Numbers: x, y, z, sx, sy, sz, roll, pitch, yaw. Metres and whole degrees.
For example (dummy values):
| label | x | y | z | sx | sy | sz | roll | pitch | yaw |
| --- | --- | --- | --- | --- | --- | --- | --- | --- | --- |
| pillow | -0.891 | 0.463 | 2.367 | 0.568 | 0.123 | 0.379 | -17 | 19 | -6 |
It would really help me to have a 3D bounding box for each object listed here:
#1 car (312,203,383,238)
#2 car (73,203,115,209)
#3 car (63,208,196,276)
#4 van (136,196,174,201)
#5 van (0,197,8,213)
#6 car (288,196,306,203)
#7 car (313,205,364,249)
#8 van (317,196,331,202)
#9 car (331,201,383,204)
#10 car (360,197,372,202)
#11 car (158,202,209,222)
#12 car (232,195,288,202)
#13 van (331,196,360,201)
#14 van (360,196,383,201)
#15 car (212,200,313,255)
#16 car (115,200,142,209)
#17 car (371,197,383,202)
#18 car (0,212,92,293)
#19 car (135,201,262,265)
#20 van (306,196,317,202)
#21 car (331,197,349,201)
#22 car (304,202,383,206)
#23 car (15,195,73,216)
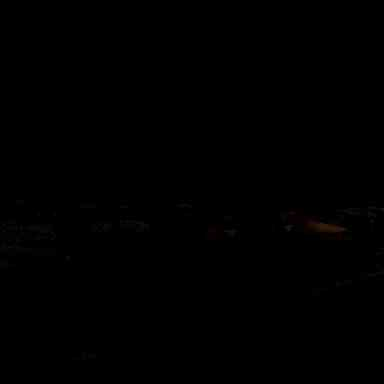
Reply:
| label | x | y | z | sx | sy | sz | roll | pitch | yaw |
| --- | --- | --- | --- | --- | --- | --- | --- | --- | --- |
| car | 6.784 | 1.554 | 17.031 | 2.231 | 1.521 | 4.892 | 0 | 0 | -35 |
| car | -7.481 | 1.499 | 22.938 | 2.097 | 1.535 | 5.008 | 0 | 0 | -35 |
| car | -2.267 | 1.482 | 10.597 | 2.097 | 1.535 | 5.008 | 0 | 0 | -35 |
| van | -3.138 | 1.308 | 26.177 | 1.878 | 1.987 | 4.442 | 0 | 0 | -35 |
| van | -12.168 | 1.237 | 19.756 | 1.878 | 1.987 | 4.442 | 0 | 0 | -35 |
| car | 8.337 | 1.372 | 34.158 | 2.435 | 2.045 | 5.566 | 0 | 0 | -35 |
| car | 4.625 | 1.532 | 15.276 | 1.946 | 1.575 | 5.366 | 0 | 0 | -35 |
| van | 12.768 | 1.432 | 37.486 | 1.878 | 1.987 | 4.442 | 0 | 0 | -35 |
| car | 11.412 | 1.585 | 20.102 | 1.946 | 1.575 | 5.366 | 0 | 0 | -35 |
| car | 19.588 | 1.749 | 42.228 | 2.163 | 1.488 | 4.792 | 1 | 0 | -35 |
| car | -0.815 | 1.592 | 27.688 | 2.002 | 1.452 | 4.674 | 0 | 0 | -35 |
| car | 6.080 | 1.354 | 32.553 | 2.435 | 2.045 | 5.566 | 0 | 0 | -35 |
| van | 17.427 | 1.471 | 40.522 | 1.878 | 1.987 | 4.442 | 1 | 0 | -36 |
| van | 23.949 | 1.558 | 45.436 | 1.878 | 1.987 | 4.442 | 1 | -1 | -35 |
| car | 2.274 | 1.392 | 13.794 | 2.185 | 1.767 | 4.553 | 0 | 0 | -35 |
| car | -5.225 | 1.557 | 24.547 | 2.002 | 1.452 | 4.674 | 0 | 0 | -35 |
| car | 21.739 | 1.778 | 43.757 | 2.163 | 1.488 | 4.792 | 1 | -1 | -35 |
| car | -4.534 | 1.504 | 8.995 | 2.002 | 1.452 | 4.674 | 0 | 0 | -35 |
| car | 0.011 | 1.374 | 12.185 | 2.185 | 1.767 | 4.553 | 0 | 0 | -35 |
| van | 10.646 | 1.415 | 35.691 | 1.878 | 1.987 | 4.442 | 0 | 0 | -35 |
| car | 15.089 | 1.676 | 39.000 | 2.097 | 1.535 | 5.008 | 0 | 0 | -35 |
| car | 9.039 | 1.571 | 18.650 | 2.231 | 1.521 | 4.892 | 0 | 0 | -35 |
| car | -9.826 | 1.230 | 21.243 | 2.435 | 2.045 | 5.566 | 0 | 0 | -35 |
